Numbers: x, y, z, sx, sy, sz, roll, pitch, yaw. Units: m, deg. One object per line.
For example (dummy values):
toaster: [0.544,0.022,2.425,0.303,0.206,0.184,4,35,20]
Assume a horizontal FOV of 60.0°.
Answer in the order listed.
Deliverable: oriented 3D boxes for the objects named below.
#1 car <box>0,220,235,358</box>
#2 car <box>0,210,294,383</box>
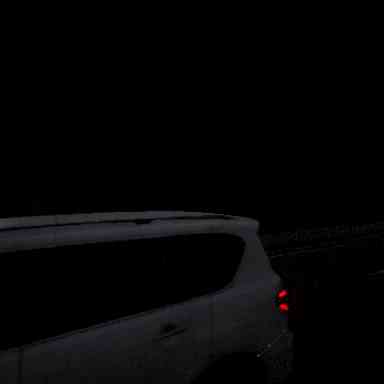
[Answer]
car: [-1.710,1.493,6.464,4.902,1.511,2.128,0,0,-36]
car: [-1.586,1.221,2.554,5.566,2.045,2.150,0,0,-36]
